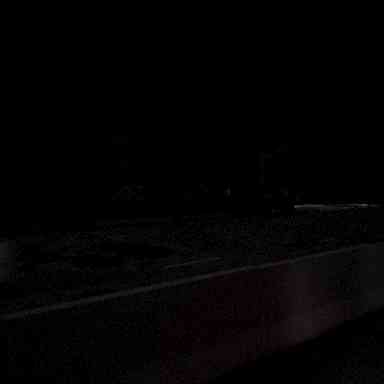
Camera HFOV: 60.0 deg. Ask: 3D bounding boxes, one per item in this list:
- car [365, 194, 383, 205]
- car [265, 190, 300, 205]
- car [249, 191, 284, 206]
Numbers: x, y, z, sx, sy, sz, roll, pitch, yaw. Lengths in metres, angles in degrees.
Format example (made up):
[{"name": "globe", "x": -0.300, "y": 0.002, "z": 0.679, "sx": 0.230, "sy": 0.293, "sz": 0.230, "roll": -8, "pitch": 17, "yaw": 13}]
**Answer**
[{"name": "car", "x": 24.125, "y": 0.933, "z": 41.894, "sx": 4.181, "sy": 1.385, "sz": 1.994, "roll": 0, "pitch": 1, "yaw": 38}, {"name": "car", "x": 12.091, "y": 0.704, "z": 45.936, "sx": 2.150, "sy": 2.045, "sz": 5.566, "roll": -1, "pitch": 1, "yaw": -39}, {"name": "car", "x": 9.240, "y": 1.012, "z": 43.998, "sx": 1.882, "sy": 1.535, "sz": 5.008, "roll": -1, "pitch": 1, "yaw": -35}]
